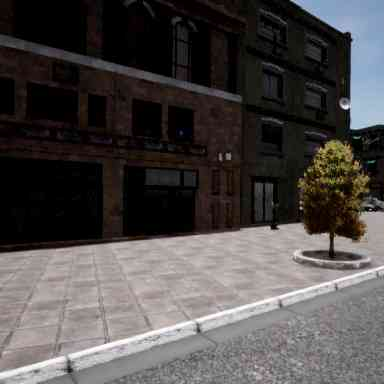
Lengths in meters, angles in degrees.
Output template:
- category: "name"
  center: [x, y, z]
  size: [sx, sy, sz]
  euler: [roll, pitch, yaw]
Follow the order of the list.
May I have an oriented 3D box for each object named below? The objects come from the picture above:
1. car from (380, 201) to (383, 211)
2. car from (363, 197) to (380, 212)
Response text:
- category: "car"
  center: [20.985, 1.396, 39.081]
  size: [2.097, 1.767, 4.553]
  euler: [1, -1, -18]
- category: "car"
  center: [18.692, 1.568, 38.151]
  size: [1.947, 1.339, 4.313]
  euler: [1, -1, -18]
